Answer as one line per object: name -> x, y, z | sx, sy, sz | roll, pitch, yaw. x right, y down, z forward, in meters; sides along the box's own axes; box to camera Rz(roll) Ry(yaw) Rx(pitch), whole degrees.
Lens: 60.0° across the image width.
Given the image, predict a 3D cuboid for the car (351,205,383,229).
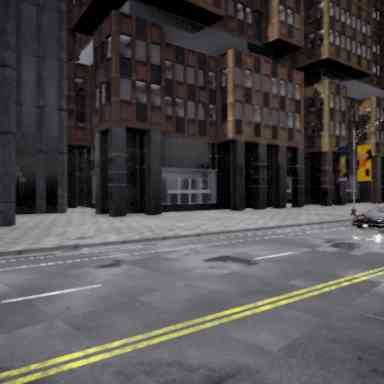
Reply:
car -> 11.846, 1.485, 20.119 | 5.357, 1.411, 2.033 | 0, 0, -35
